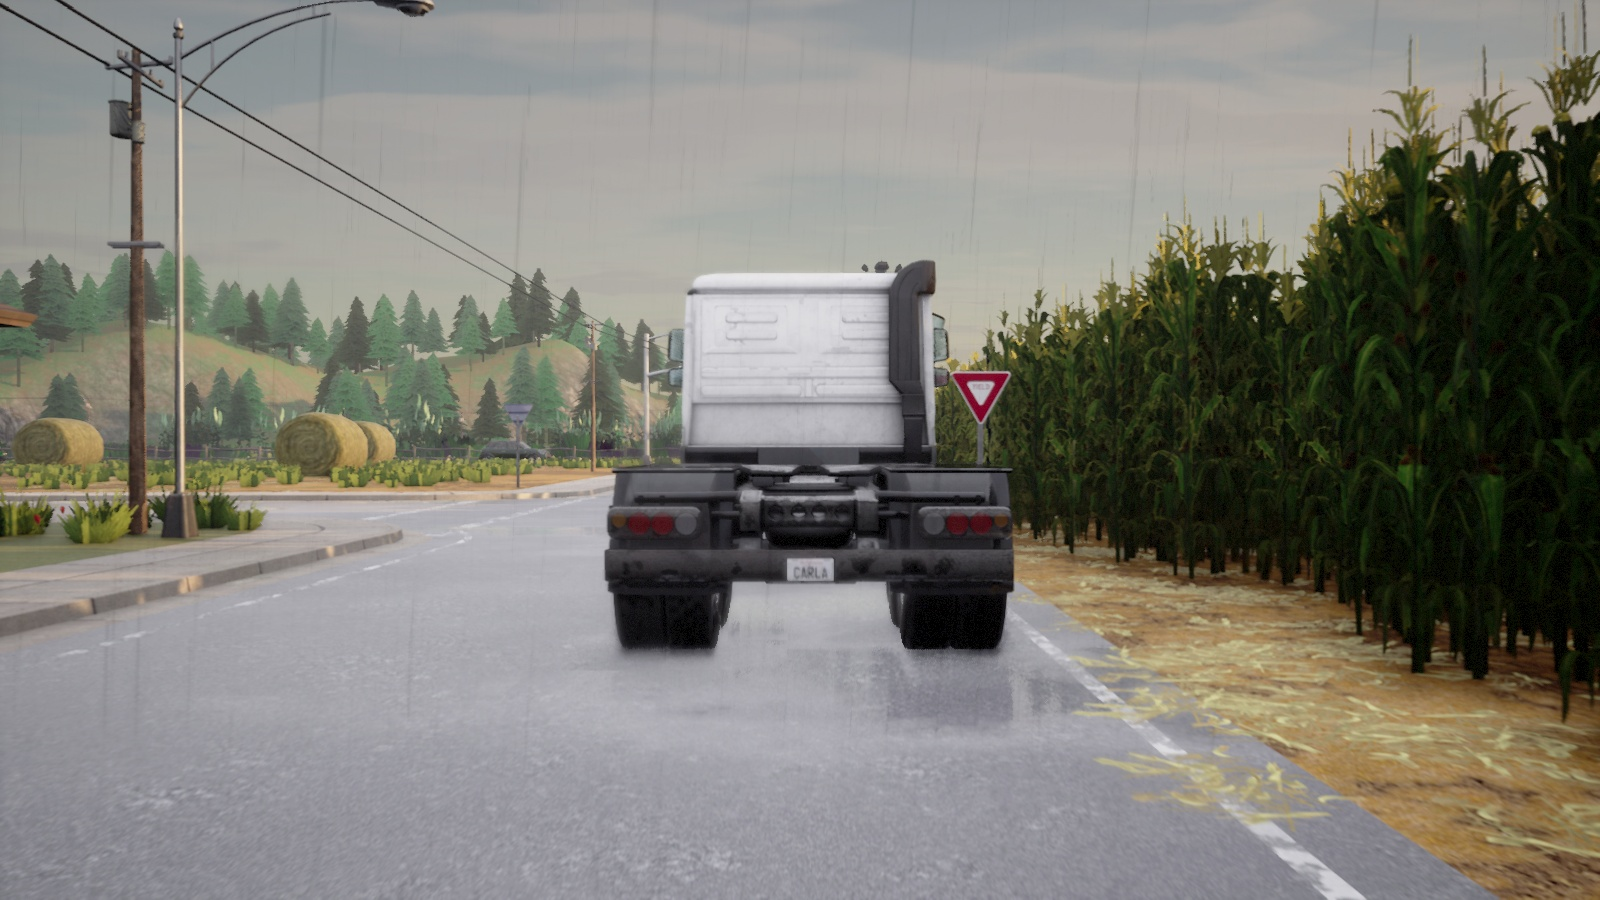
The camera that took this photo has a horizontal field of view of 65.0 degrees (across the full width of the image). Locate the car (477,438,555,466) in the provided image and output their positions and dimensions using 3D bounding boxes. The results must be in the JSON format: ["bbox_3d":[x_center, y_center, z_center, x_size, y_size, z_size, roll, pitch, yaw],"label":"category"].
[{"bbox_3d":[-18.572,0.131,82.172,4.553,1.767,2.097,0,0,3],"label":"car"}]

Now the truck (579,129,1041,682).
[{"bbox_3d":[0.084,-0.297,11.838,2.891,3.462,7.936,0,0,0],"label":"truck"}]
